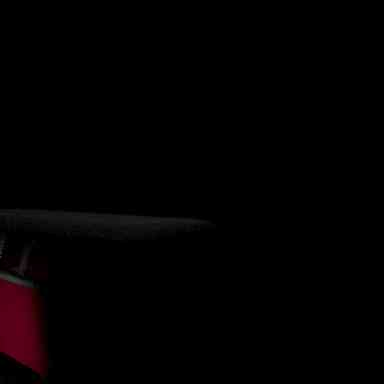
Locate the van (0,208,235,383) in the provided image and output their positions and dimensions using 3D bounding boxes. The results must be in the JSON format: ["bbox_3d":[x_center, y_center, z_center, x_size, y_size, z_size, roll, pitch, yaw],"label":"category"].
[{"bbox_3d":[-1.719,1.254,4.479,4.442,1.987,1.878,0,0,36],"label":"van"}]
